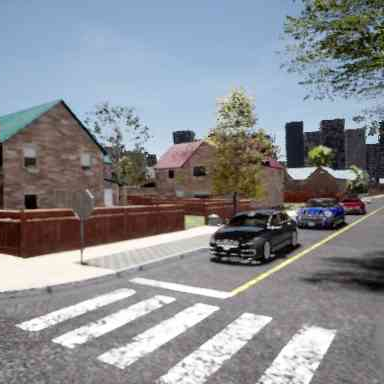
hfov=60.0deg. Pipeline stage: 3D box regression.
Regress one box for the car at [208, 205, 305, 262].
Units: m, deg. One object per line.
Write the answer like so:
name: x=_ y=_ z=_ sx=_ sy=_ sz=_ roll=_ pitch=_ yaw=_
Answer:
car: x=2.365 y=1.422 z=12.026 sx=1.837 sy=1.490 sz=4.892 roll=-1 pitch=0 yaw=33

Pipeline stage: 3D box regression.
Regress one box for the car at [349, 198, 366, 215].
car: x=14.321 y=1.249 z=29.850 sx=1.812 sy=1.442 sz=4.674 roll=-1 pitch=0 yaw=34

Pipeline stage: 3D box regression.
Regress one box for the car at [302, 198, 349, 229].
car: x=7.804 y=1.181 z=20.166 sx=2.097 sy=1.767 sz=4.553 roll=-1 pitch=0 yaw=34
